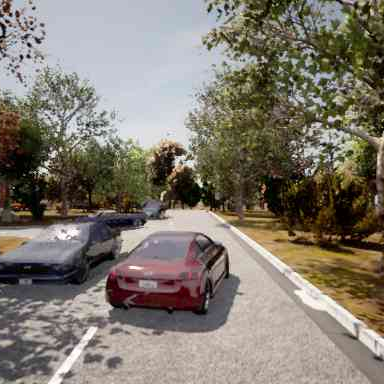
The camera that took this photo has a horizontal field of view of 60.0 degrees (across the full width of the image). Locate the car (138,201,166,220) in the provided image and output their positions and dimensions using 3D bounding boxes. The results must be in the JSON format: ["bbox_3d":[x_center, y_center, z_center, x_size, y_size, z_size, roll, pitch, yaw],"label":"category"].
[{"bbox_3d":[-3.734,1.889,32.452,2.128,1.511,4.902,0,-1,5],"label":"car"}]

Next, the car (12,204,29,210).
[{"bbox_3d":[-33.110,2.601,64.574,4.553,1.767,2.097,-1,-2,21],"label":"car"}]

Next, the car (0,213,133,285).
[{"bbox_3d":[-3.494,1.596,9.921,2.033,1.411,5.357,0,0,3],"label":"car"}]

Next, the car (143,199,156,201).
[{"bbox_3d":[-7.124,2.203,56.715,5.566,2.045,2.150,-1,-4,38],"label":"car"}]

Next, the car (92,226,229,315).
[{"bbox_3d":[-0.306,1.598,7.784,1.994,1.385,4.181,0,0,13],"label":"car"}]

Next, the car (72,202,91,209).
[{"bbox_3d":[-19.944,2.670,62.700,5.008,1.535,1.882,0,-2,1],"label":"car"}]

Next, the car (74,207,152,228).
[{"bbox_3d":[-5.526,1.932,23.013,4.718,1.301,1.895,-1,-1,-28],"label":"car"}]
